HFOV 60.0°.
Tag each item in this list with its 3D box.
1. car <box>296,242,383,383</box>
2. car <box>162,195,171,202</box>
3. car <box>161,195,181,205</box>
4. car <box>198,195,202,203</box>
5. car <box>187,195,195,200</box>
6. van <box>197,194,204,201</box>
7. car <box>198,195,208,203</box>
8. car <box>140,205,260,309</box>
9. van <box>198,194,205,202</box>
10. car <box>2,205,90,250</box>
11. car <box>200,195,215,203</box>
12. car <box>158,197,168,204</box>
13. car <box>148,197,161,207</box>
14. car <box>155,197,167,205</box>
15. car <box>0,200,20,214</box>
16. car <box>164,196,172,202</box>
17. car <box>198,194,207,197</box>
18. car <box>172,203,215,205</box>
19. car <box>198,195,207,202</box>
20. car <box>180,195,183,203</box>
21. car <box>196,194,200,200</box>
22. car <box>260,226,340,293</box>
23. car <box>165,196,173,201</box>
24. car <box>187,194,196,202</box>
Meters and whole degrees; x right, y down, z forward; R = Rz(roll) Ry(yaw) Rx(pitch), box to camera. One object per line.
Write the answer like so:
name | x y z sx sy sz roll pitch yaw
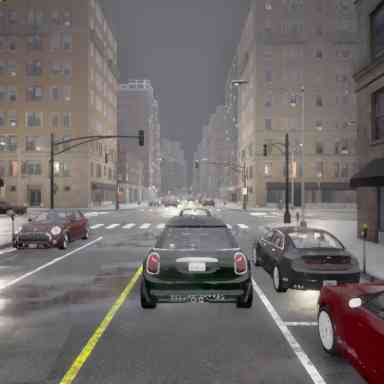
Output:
car | 2.682 1.546 3.167 1.887 1.381 4.507 0 0 0
car | -6.073 1.577 80.066 1.967 1.590 4.097 0 0 0
car | -3.091 1.600 50.201 2.033 1.411 5.357 0 0 -1
car | 2.613 1.635 58.092 1.947 1.339 4.313 0 0 0
car | -0.292 1.563 90.062 1.994 1.385 4.181 0 0 0
van | 2.372 1.524 91.134 1.690 1.788 3.998 0 0 0
car | 2.492 1.557 74.614 1.967 1.590 4.097 0 0 0
car | 0.065 1.356 8.055 2.097 1.767 4.553 0 0 -1
van | 2.413 1.500 85.628 1.690 1.788 3.998 0 0 0
car | -5.820 1.448 14.164 1.967 1.590 4.097 0 0 0
car | 2.653 1.602 52.585 1.887 1.381 4.507 0 0 0
car | -5.993 1.680 69.050 1.802 1.307 4.206 0 0 0
car | -5.872 1.607 52.526 2.008 1.369 4.403 0 0 0
car | -5.952 1.627 63.542 1.887 1.381 4.507 0 0 0
car | -17.609 1.410 30.201 5.008 1.535 1.882 0 0 -2
car | -6.114 1.740 85.573 1.802 1.307 4.206 0 0 0
car | 2.572 1.609 63.769 1.752 1.417 4.829 0 0 0
car | 0.131 1.500 15.357 2.128 1.511 4.902 0 0 0
car | 2.452 1.577 80.120 1.967 1.590 4.097 0 0 0
car | -3.147 1.674 60.019 1.895 1.301 4.718 0 0 0
car | 2.534 1.414 69.106 2.192 1.841 5.009 0 0 0
car | 2.693 1.555 8.658 2.008 1.369 4.403 0 0 0
car | -6.154 1.748 91.082 1.947 1.339 4.313 0 0 0
car | -0.219 1.724 80.087 1.895 1.301 4.718 0 0 0
